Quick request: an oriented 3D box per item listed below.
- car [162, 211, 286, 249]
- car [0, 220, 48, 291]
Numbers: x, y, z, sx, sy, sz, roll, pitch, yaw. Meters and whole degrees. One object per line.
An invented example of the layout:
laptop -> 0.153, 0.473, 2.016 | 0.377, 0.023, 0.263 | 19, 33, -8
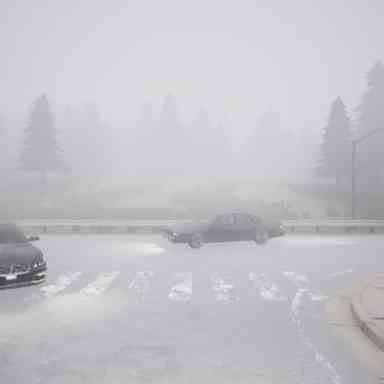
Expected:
car -> 1.450, 1.565, 14.625 | 5.357, 1.411, 2.033 | 0, 0, -20
car -> -5.349, 1.516, 8.637 | 1.837, 1.490, 4.892 | 2, -2, -43
